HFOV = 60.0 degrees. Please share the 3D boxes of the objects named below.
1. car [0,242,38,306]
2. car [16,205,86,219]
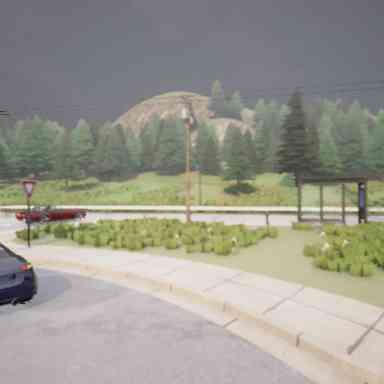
[{"bbox_3d":[-5.078,1.579,7.081,4.181,1.385,1.994,0,0,39],"label":"car"},{"bbox_3d":[-10.060,1.602,24.295,1.895,1.301,4.718,0,0,33],"label":"car"}]
